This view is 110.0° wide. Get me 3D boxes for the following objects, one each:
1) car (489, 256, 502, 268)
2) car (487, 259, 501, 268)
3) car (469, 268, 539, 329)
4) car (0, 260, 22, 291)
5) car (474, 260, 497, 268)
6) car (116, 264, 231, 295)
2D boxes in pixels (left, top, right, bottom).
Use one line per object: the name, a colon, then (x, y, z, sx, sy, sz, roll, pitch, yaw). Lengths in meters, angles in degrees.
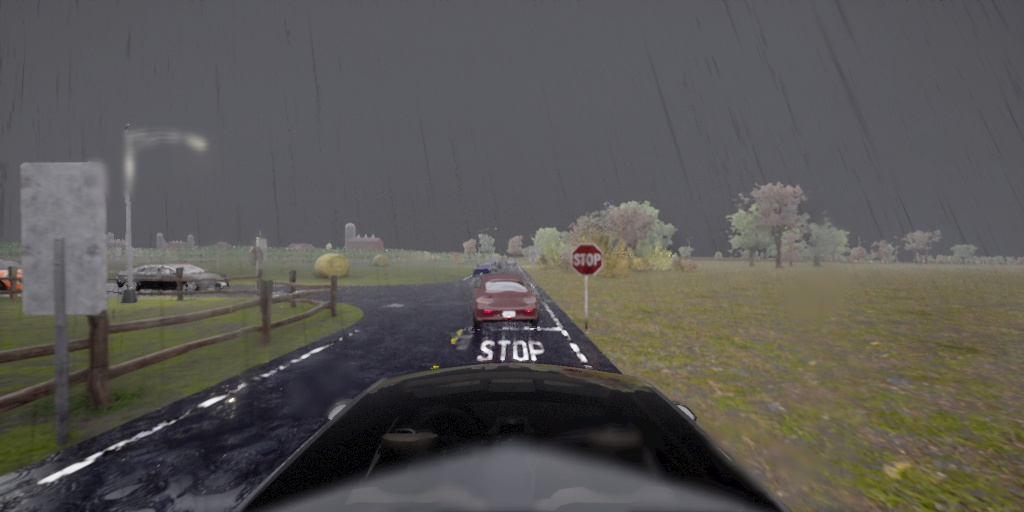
car: (-2.829, 1.057, 58.502, 2.150, 2.045, 5.566, 0, 0, 0)
car: (-2.849, 1.370, 46.015, 1.994, 1.385, 4.181, 0, 0, 0)
car: (-0.343, 1.283, 11.263, 1.812, 1.442, 4.674, 0, 0, -7)
car: (-26.533, 0.960, 18.401, 4.553, 1.767, 2.097, 0, 1, 0)
car: (-2.855, 1.390, 36.053, 1.895, 1.301, 4.718, 0, 0, 0)
car: (-17.330, 1.162, 18.497, 4.902, 1.511, 2.128, 0, 1, -1)
